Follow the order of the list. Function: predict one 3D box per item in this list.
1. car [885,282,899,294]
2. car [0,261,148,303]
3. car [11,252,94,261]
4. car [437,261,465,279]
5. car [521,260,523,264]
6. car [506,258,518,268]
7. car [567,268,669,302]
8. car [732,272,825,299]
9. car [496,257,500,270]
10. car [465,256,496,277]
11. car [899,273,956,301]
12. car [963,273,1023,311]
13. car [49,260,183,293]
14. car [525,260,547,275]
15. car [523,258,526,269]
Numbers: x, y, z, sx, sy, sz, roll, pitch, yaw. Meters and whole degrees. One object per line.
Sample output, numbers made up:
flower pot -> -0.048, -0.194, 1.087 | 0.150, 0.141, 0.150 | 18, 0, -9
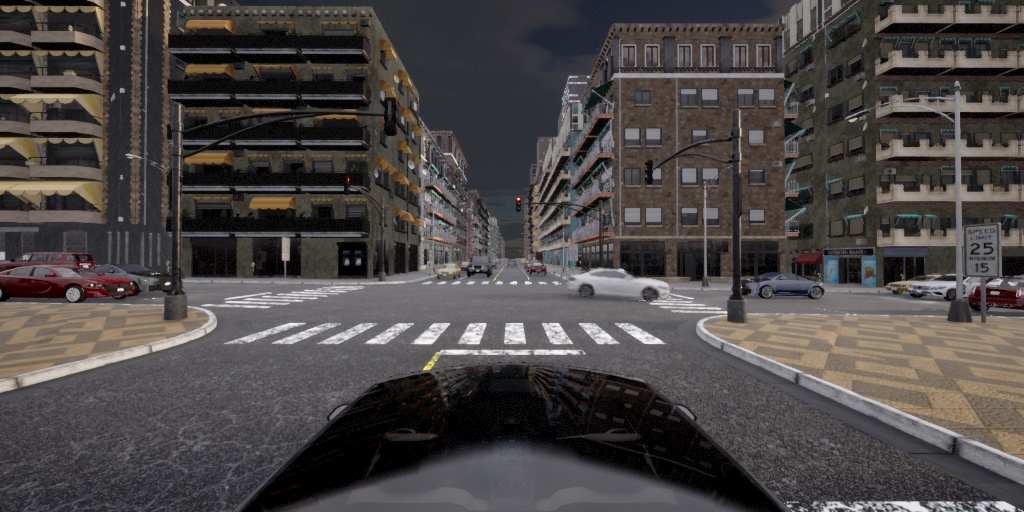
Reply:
car -> 26.251, 1.756, 22.384 | 4.829, 1.417, 1.751 | 0, 0, 0
car -> -17.260, 1.011, 13.716 | 4.507, 1.381, 1.888 | 0, 0, 0
car -> -28.642, 0.686, 22.013 | 5.009, 1.841, 2.192 | 0, 0, 0
car -> -5.683, 1.283, 32.686 | 1.751, 1.417, 4.829 | 0, 0, 0
car -> 2.702, 1.348, 54.934 | 1.802, 1.307, 4.207 | 0, 0, 0
car -> 0.014, 1.261, 63.793 | 2.128, 1.511, 4.902 | 0, 0, 0
car -> 5.041, 1.314, 17.332 | 4.674, 1.442, 1.812 | 2, 1, 21
car -> 14.573, 1.584, 19.748 | 4.181, 1.385, 1.994 | 1, -1, -1
car -> -3.084, 1.270, 52.505 | 1.837, 1.490, 4.892 | 0, 0, 0
car -> -3.093, 0.978, 35.261 | 2.150, 2.045, 5.566 | 0, 0, 0
car -> 24.837, 1.706, 19.822 | 4.674, 1.442, 1.812 | 1, -1, 0
car -> 20.837, 1.501, 14.030 | 4.097, 1.591, 1.967 | 0, 0, 0
car -> -17.674, 1.049, 16.307 | 4.181, 1.385, 1.994 | 1, -1, -1
car -> 2.699, 1.305, 38.364 | 1.888, 1.381, 4.507 | 0, 0, 0
car -> 2.700, 1.201, 43.888 | 1.967, 1.591, 4.097 | 0, 0, 0
